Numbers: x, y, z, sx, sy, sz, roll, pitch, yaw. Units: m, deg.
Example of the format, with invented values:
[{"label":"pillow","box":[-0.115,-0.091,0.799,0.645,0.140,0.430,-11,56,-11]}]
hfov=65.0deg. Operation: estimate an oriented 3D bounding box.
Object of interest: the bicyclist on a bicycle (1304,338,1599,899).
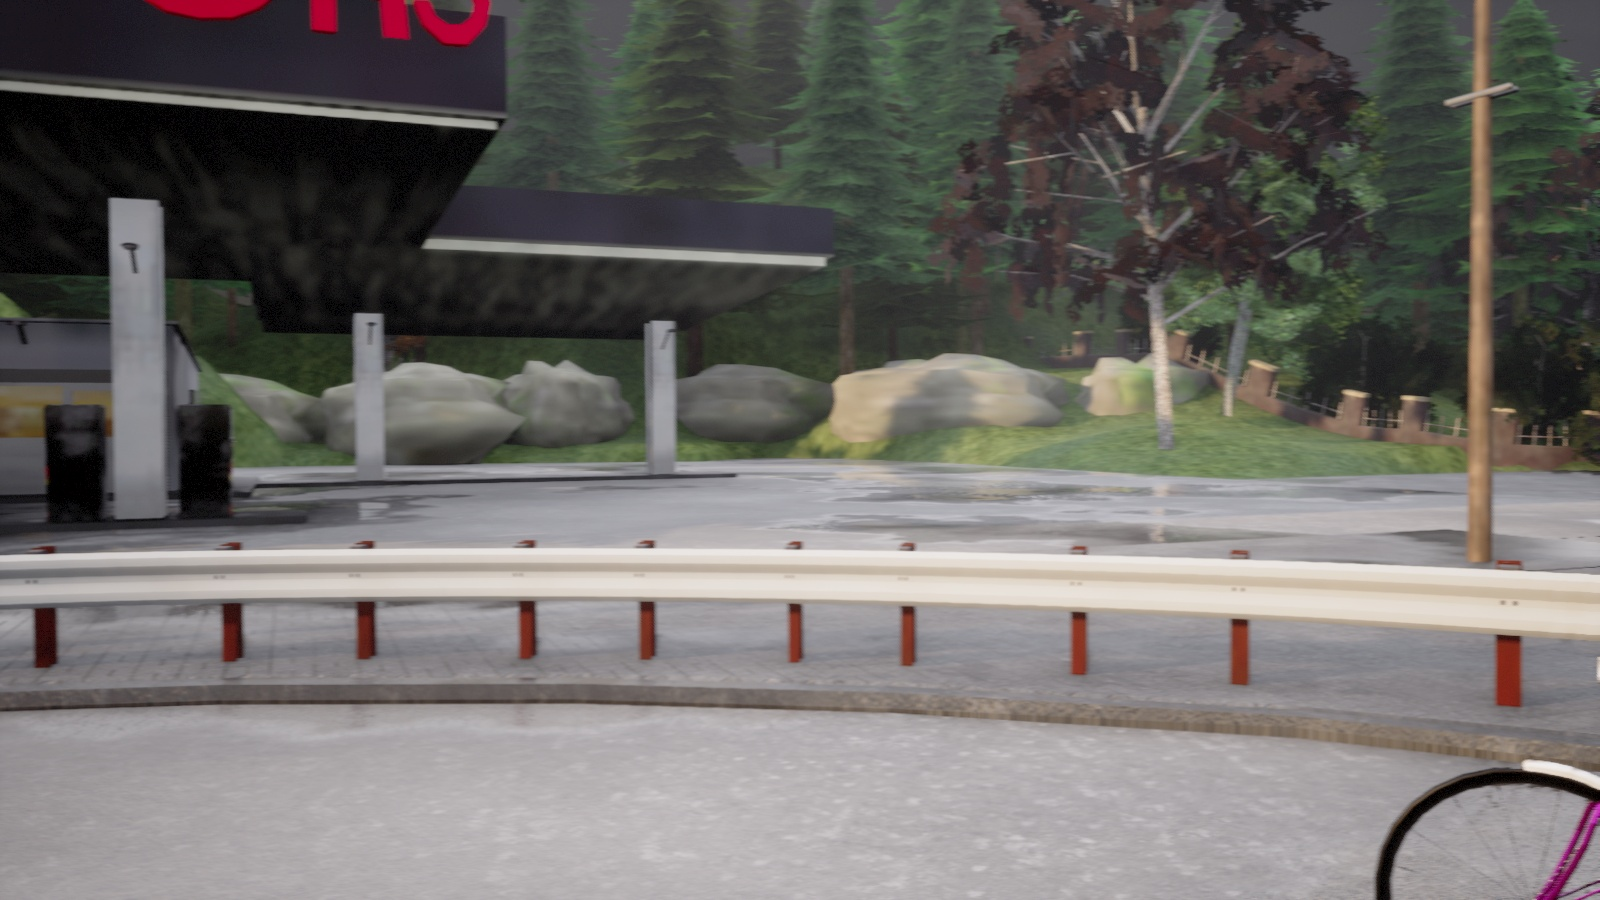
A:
[{"label":"bicyclist on a bicycle","box":[2.191,0.637,2.872,1.843,1.776,0.659,1,3,30]}]
